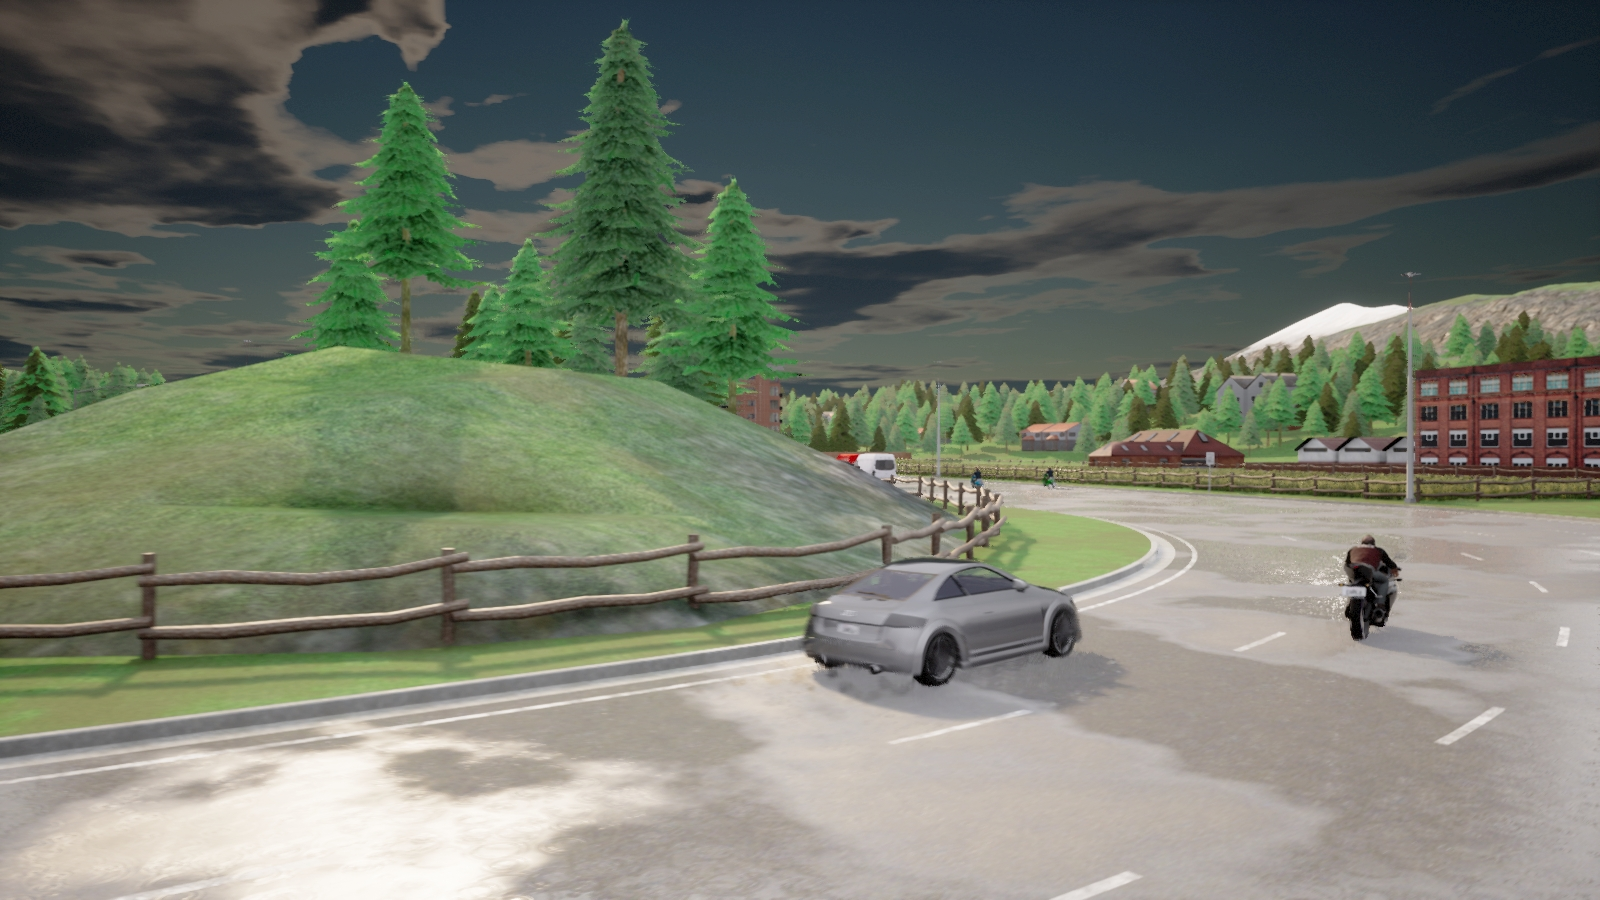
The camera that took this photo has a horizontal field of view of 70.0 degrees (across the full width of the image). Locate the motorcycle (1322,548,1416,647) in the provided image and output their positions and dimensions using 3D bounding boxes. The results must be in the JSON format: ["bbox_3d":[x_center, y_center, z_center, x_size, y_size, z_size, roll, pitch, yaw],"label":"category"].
[{"bbox_3d":[8.790,2.219,17.605,0.867,1.251,2.209,-2,-1,37],"label":"motorcycle"}]

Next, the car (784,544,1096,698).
[{"bbox_3d":[1.977,2.128,15.190,1.994,1.385,4.181,0,0,44],"label":"car"}]
